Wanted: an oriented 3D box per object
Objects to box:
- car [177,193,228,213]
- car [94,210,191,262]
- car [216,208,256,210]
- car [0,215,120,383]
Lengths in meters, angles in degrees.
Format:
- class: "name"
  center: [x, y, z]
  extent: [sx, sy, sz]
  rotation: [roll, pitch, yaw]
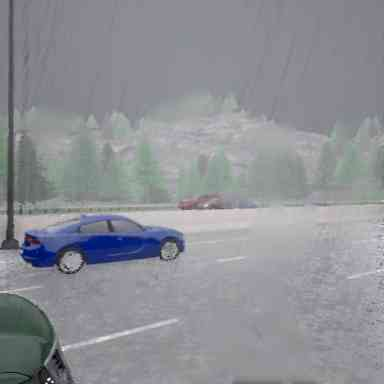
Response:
- class: "car"
  center: [1.215, 1.172, 37.735]
  extent: [5.566, 2.045, 2.150]
  rotation: [0, 0, -30]
- class: "car"
  center: [-2.560, 1.452, 10.440]
  extent: [5.008, 1.535, 1.882]
  rotation: [0, 0, -34]
- class: "car"
  center: [4.387, 1.536, 31.481]
  extent: [4.181, 1.385, 1.994]
  rotation: [0, 0, -30]
- class: "car"
  center: [-3.336, 1.205, 1.247]
  extent: [5.566, 2.045, 2.150]
  rotation: [0, 0, -36]
